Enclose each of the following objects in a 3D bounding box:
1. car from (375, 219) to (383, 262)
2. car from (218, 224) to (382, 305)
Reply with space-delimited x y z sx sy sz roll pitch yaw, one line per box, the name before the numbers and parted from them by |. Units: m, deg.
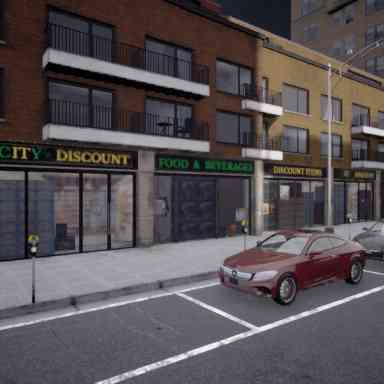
car | 7.051 1.551 11.202 4.403 1.369 2.008 0 0 -35
car | 2.554 1.582 8.002 4.206 1.307 1.802 0 0 -35
